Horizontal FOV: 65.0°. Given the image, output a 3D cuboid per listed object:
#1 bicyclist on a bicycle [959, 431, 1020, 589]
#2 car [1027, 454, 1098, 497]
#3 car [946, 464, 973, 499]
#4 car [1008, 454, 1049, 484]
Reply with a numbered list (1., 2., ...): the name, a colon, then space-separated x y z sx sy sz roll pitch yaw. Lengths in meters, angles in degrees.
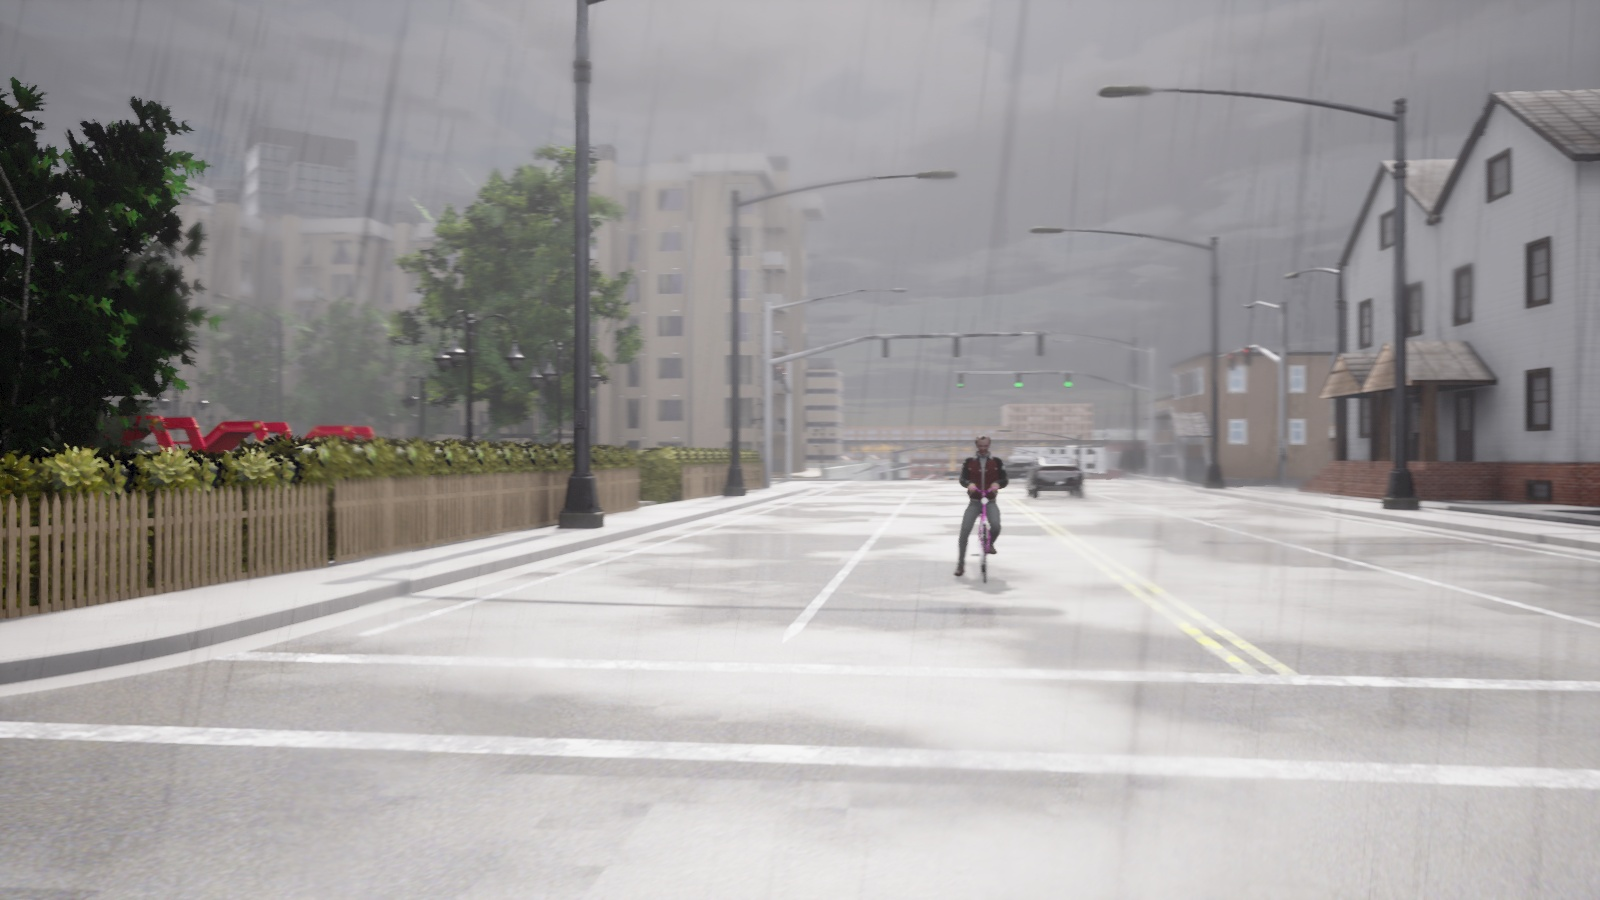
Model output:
1. bicyclist on a bicycle: 2.254 0.684 15.105 0.659 1.776 1.843 0 -1 7
2. car: 9.567 0.897 46.043 2.128 1.511 4.902 0 0 7
3. car: 11.368 2.267 89.517 1.905 1.878 3.866 0 -10 7
4. car: 12.117 0.976 66.877 1.837 1.490 4.892 0 0 7
